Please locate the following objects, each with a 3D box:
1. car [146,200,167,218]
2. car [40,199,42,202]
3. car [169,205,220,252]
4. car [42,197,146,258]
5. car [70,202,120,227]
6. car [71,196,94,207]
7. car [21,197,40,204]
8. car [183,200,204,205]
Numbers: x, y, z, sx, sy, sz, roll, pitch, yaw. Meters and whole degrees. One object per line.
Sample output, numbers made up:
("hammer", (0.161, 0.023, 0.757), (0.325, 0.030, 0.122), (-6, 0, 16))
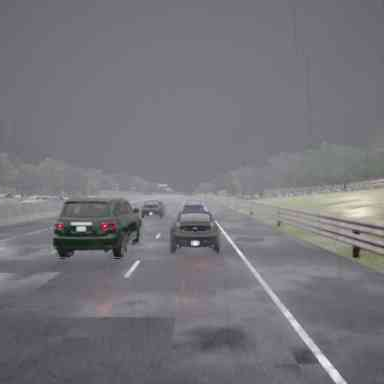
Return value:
("car", (-3.361, 1.503, 29.691), (1.837, 1.490, 4.892), (0, 0, 0))
("car", (-20.993, 1.514, 51.128), (1.837, 1.490, 4.892), (0, 0, 0))
("car", (0.115, 1.504, 13.863), (1.837, 1.490, 4.892), (0, 0, 0))
("car", (-3.375, 1.221, 12.902), (2.150, 2.045, 5.566), (0, 0, 1))
("car", (-6.870, 1.546, 24.186), (2.033, 1.411, 5.357), (0, 0, 0))
("car", (-17.477, 1.490, 53.300), (1.882, 1.535, 5.008), (0, 0, 1))
("car", (-24.489, 1.535, 51.136), (1.812, 1.442, 4.674), (0, 0, 0))
("car", (0.142, 1.476, 31.164), (1.882, 1.535, 5.008), (0, 0, 0))
